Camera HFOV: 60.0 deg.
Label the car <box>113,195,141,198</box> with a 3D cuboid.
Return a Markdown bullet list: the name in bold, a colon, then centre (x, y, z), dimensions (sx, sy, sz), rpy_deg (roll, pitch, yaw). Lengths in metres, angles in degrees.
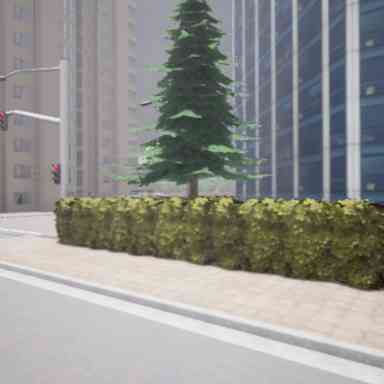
- **car**: centre (-7.421, 1.385, 34.764), dimensions (2.150, 2.045, 5.566), rpy_deg (0, 0, 36)
